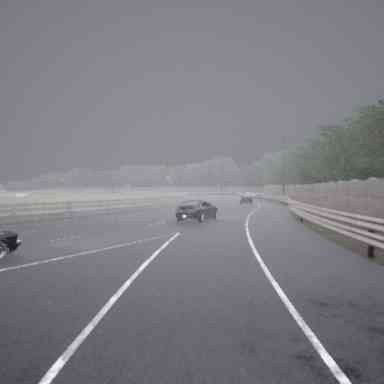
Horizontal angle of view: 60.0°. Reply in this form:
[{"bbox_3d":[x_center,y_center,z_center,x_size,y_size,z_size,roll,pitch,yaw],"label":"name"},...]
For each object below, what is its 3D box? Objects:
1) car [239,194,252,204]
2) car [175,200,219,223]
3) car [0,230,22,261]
[{"bbox_3d":[8.765,1.086,53.996,1.882,1.535,5.008,1,0,7],"label":"car"},{"bbox_3d":[0.461,1.322,24.062,1.837,1.490,4.892,1,1,24],"label":"car"},{"bbox_3d":[-7.399,1.507,9.216,1.895,1.301,4.718,0,0,32],"label":"car"}]
